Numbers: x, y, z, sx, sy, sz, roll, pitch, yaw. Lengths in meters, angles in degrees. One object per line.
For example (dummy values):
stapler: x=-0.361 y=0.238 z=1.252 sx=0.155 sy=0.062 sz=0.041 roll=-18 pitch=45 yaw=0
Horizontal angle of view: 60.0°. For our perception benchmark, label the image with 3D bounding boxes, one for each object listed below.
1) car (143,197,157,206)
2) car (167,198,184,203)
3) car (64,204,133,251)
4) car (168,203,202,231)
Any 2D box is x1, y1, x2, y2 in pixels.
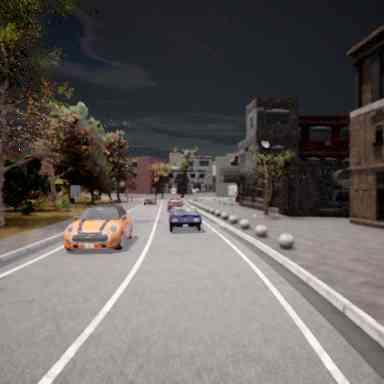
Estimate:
car: x=-6.885 y=1.515 z=55.006 sx=1.994 sy=1.385 sz=4.181 roll=0 pitch=0 yaw=-4
car: x=-1.981 y=1.494 z=39.546 sx=1.812 sy=1.442 sz=4.674 roll=0 pitch=0 yaw=-5
car: x=-3.777 y=1.354 z=14.108 sx=2.097 sy=1.767 sz=4.553 roll=0 pitch=0 yaw=-3
car: x=-0.515 y=1.580 z=20.696 sx=1.895 sy=1.301 sz=4.718 roll=0 pitch=0 yaw=-4
